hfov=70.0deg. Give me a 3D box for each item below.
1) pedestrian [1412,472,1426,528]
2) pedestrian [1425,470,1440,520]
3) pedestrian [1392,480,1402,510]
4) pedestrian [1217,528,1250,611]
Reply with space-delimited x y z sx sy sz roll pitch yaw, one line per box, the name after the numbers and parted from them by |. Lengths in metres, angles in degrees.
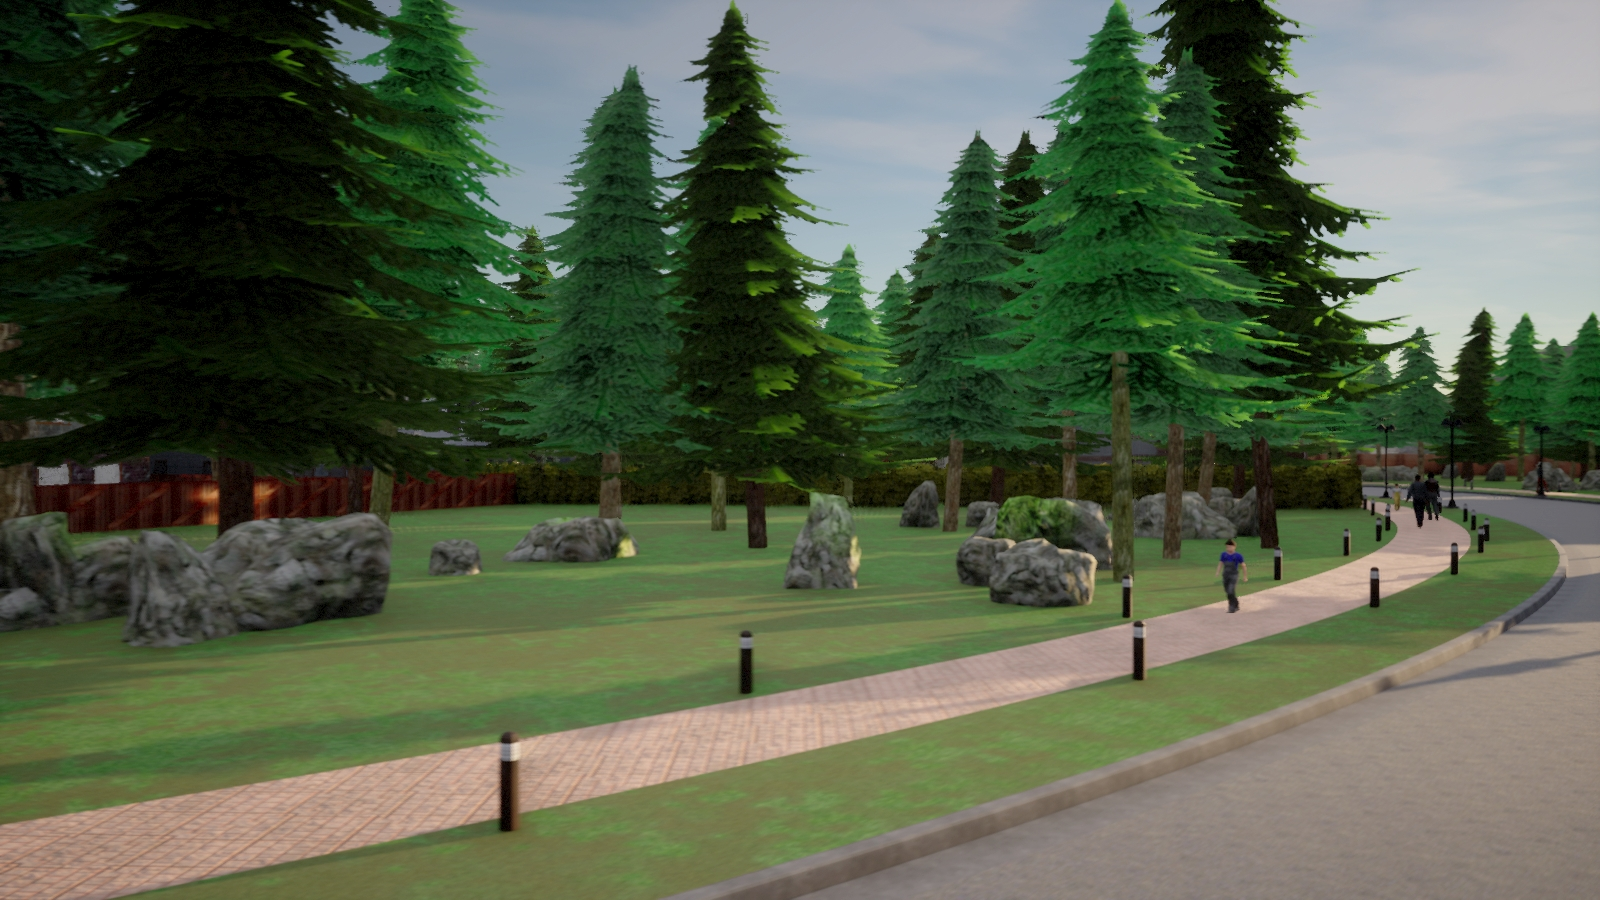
20.824 1.672 38.424 0.375 1.860 0.375 0 0 24 | pedestrian
23.593 1.673 42.624 0.375 1.860 0.375 0 0 11 | pedestrian
25.949 1.955 49.644 0.375 1.300 0.375 0 0 24 | pedestrian
7.096 1.949 18.692 0.375 1.300 0.375 0 0 -45 | pedestrian
